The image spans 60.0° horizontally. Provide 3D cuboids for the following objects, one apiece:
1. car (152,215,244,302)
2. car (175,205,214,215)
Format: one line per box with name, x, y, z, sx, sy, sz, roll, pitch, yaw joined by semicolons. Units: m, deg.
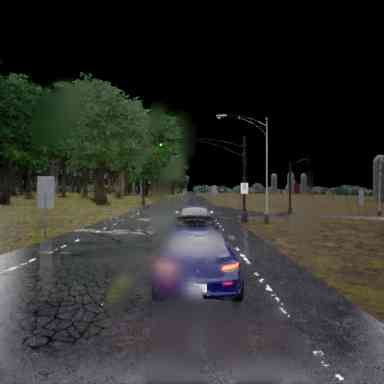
car;0.119;1.516;8.124;1.812;1.442;4.674;0;0;0
car;0.132;1.431;17.564;1.882;1.535;5.008;0;0;0
